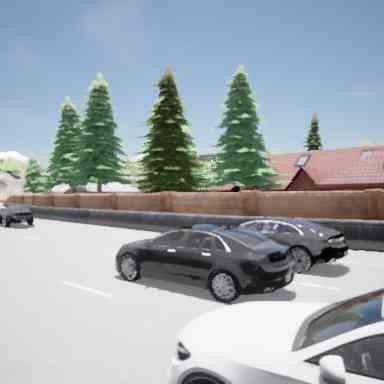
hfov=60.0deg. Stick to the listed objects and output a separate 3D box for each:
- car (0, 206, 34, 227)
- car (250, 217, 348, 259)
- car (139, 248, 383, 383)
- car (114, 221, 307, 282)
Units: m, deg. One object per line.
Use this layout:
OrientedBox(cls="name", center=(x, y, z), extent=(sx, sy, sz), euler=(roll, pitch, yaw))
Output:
OrientedBox(cls="car", center=(-13.719, 1.821, 25.485), extent=(1.837, 1.490, 4.892), euler=(0, -1, -44))
OrientedBox(cls="car", center=(2.474, 1.576, 11.005), extent=(4.902, 1.511, 2.128), euler=(-1, -1, 37))
OrientedBox(cls="car", center=(1.935, 1.538, 2.690), extent=(4.674, 1.442, 1.812), euler=(-1, -1, 35))
OrientedBox(cls="car", center=(0.082, 1.581, 8.429), extent=(4.892, 1.490, 1.837), euler=(-1, 0, 37))
